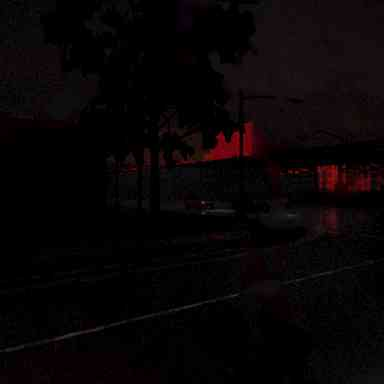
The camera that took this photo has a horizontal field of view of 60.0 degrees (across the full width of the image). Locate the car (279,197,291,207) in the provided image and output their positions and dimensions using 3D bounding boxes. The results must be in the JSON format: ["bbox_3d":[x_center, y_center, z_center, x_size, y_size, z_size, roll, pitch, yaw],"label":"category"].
[{"bbox_3d":[13.039,1.526,50.968,1.812,1.442,4.674,0,0,-34],"label":"car"}]

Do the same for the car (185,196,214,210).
[{"bbox_3d":[0.958,1.352,43.580,2.097,1.767,4.553,0,0,-33],"label":"car"}]

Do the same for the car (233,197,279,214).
[{"bbox_3d":[6.426,1.478,35.385,1.882,1.535,5.008,0,0,-34],"label":"car"}]
